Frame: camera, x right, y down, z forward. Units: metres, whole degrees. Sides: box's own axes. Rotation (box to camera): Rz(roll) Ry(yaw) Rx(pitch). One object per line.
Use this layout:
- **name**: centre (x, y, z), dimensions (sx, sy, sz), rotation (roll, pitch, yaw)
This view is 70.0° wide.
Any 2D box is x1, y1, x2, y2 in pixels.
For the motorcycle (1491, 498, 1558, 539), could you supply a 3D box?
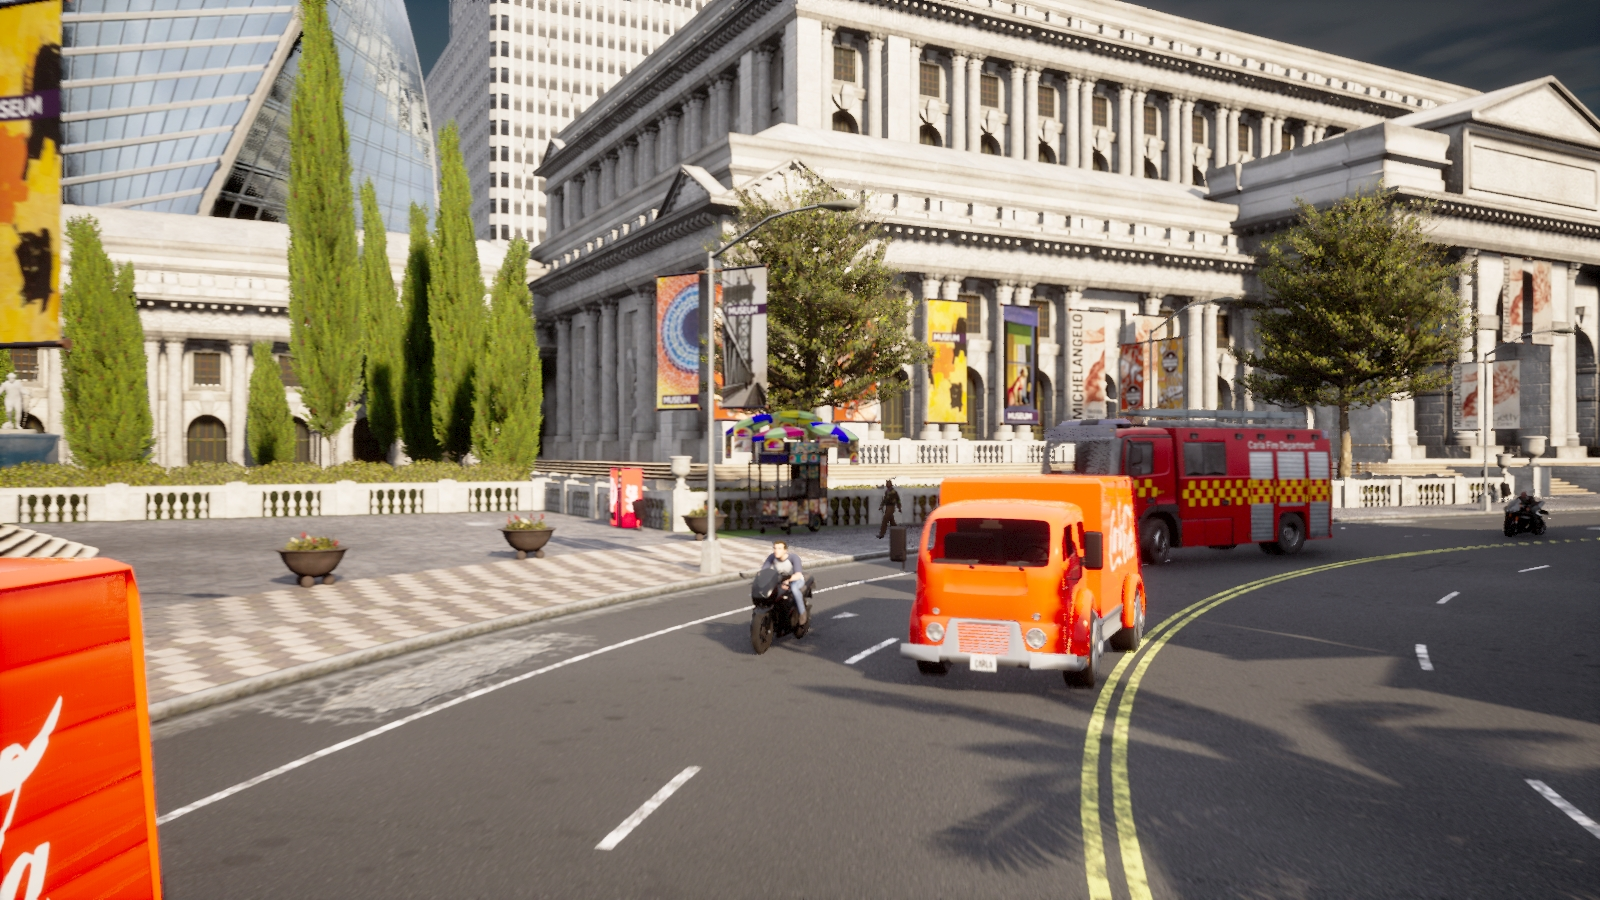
- **motorcycle**: centre (23.582, 2.212, 37.181), dimensions (2.209, 1.251, 0.867), rotation (0, 0, -29)

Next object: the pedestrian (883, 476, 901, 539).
- **pedestrian**: centre (2.725, 1.697, 33.899), dimensions (0.375, 1.860, 0.375), rotation (0, 0, -32)

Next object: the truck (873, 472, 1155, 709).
- **truck**: centre (3.077, 1.572, 15.219), dimensions (2.627, 2.467, 5.204), rotation (0, 0, 23)

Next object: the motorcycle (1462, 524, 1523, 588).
- **motorcycle**: centre (14.672, 2.217, 24.255), dimensions (0.803, 1.145, 2.033), rotation (1, 0, 22)

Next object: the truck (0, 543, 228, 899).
- **truck**: centre (-3.442, 1.566, 1.457), dimensions (2.627, 2.467, 5.204), rotation (0, 0, 3)

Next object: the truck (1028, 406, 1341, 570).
- **truck**: centre (10.202, 0.894, 29.976), dimensions (8.468, 3.827, 2.891), rotation (0, 0, -30)
